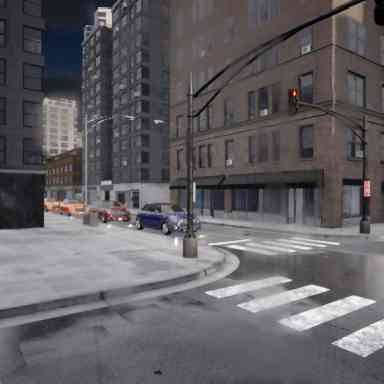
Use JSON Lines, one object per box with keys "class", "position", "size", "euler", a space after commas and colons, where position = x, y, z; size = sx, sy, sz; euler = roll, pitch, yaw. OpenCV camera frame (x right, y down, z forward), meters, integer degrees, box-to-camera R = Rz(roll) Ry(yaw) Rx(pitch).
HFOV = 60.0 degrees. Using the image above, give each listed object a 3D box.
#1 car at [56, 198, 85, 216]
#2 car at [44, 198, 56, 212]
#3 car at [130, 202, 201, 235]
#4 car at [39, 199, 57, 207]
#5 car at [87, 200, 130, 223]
{"class": "car", "position": [-12.260, 1.502, 34.640], "size": [2.097, 1.767, 4.553], "euler": [0, 0, -35]}
{"class": "car", "position": [-17.866, 1.543, 42.521], "size": [2.097, 1.767, 4.553], "euler": [0, 0, -35]}
{"class": "car", "position": [-1.470, 1.420, 19.482], "size": [2.097, 1.767, 4.553], "euler": [0, 0, -38]}
{"class": "car", "position": [-24.768, 1.864, 57.201], "size": [1.895, 1.301, 4.718], "euler": [0, 0, -35]}
{"class": "car", "position": [-6.665, 1.460, 26.768], "size": [2.097, 1.767, 4.553], "euler": [0, 0, -35]}
